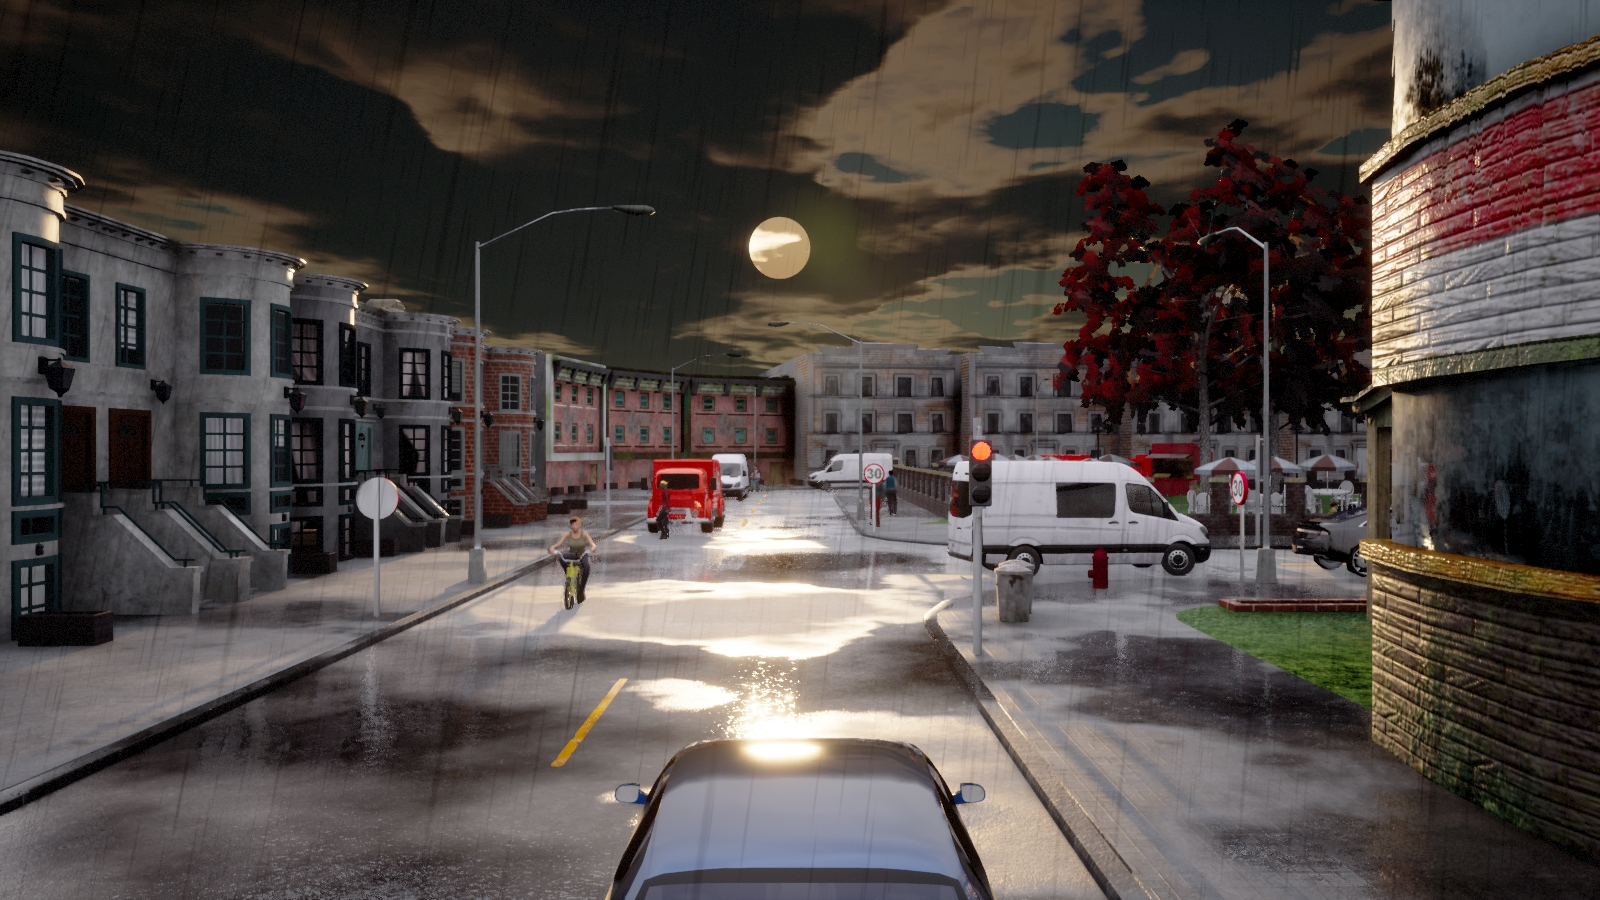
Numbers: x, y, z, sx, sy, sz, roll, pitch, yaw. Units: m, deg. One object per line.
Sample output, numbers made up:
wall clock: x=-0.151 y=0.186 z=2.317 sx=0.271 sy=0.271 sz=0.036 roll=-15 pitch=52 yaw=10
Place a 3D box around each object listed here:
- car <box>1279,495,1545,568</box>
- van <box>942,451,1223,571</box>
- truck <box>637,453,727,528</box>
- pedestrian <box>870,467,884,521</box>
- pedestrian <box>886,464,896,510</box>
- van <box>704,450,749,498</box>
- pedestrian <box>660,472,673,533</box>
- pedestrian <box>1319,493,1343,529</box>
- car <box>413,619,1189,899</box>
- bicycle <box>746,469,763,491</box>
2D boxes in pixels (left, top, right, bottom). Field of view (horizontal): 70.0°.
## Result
car: x=13.778 y=1.817 z=25.951 sx=4.902 sy=1.511 sz=2.128 roll=0 pitch=0 yaw=-1
van: x=6.389 y=1.304 z=26.031 sx=5.915 sy=2.561 sz=1.988 roll=0 pitch=0 yaw=-11
truck: x=-4.014 y=1.334 z=39.954 sx=2.627 sy=2.467 sz=5.204 roll=0 pitch=0 yaw=0
pedestrian: x=2.642 y=1.501 z=39.259 sx=0.375 sy=1.860 sz=0.375 roll=0 pitch=0 yaw=18
pedestrian: x=3.696 y=1.500 z=46.344 sx=0.375 sy=1.860 sz=0.375 roll=0 pitch=0 yaw=10
van: x=-4.053 y=1.290 z=63.946 sx=1.988 sy=2.561 sz=5.915 roll=0 pitch=0 yaw=1
pedestrian: x=-4.087 y=1.615 z=35.030 sx=0.375 sy=1.860 sz=0.375 roll=0 pitch=0 yaw=0
pedestrian: x=16.403 y=1.882 z=35.300 sx=0.500 sy=1.100 sz=0.500 roll=0 pitch=0 yaw=0
car: x=-0.001 y=1.884 z=5.268 sx=2.033 sy=1.411 sz=5.357 roll=0 pitch=0 yaw=0
bicycle: x=-2.897 y=1.910 z=72.896 sx=0.373 sy=1.296 sz=1.643 roll=0 pitch=1 yaw=26
